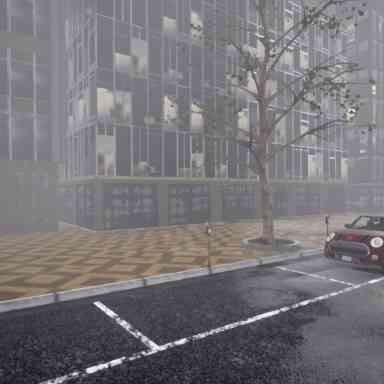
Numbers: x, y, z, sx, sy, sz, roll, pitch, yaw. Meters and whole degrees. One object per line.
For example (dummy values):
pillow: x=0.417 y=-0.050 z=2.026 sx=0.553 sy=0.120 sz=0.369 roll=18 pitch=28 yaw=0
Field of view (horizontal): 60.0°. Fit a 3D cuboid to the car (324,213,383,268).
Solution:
car: x=6.183 y=1.438 z=10.985 sx=4.097 sy=1.590 sz=1.967 roll=0 pitch=0 yaw=-36
